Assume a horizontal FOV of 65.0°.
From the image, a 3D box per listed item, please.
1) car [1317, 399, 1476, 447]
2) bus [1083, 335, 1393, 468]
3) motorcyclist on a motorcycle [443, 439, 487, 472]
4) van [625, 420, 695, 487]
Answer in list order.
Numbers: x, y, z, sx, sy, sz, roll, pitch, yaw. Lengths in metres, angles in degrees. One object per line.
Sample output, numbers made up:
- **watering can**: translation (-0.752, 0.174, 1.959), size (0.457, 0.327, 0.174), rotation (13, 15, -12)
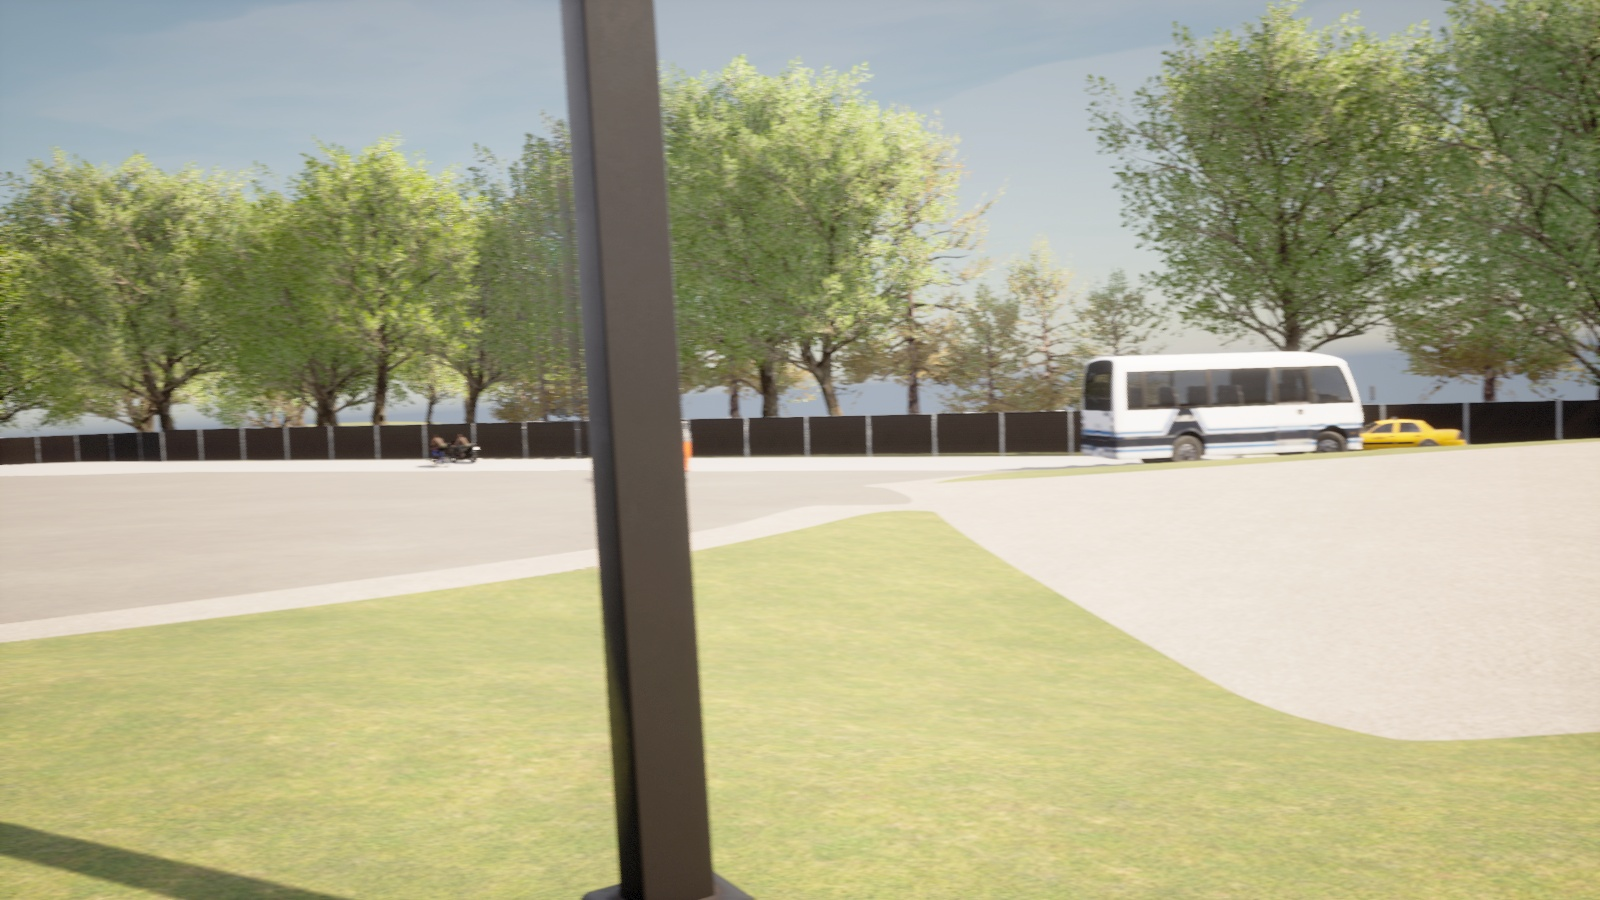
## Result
- **car**: translation (23.416, -1.061, 49.477), size (5.366, 1.575, 1.801), rotation (-2, 3, 15)
- **bus**: translation (16.392, -1.876, 47.359), size (10.273, 4.253, 3.944), rotation (-3, 3, -9)
- **motorcyclist on a motorcycle**: translation (-16.882, 0.283, 63.238), size (2.044, 1.523, 0.797), rotation (-1, 5, 28)
- **van**: translation (-4.617, 0.086, 40.878), size (1.775, 1.987, 4.442), rotation (-3, 1, -12)
